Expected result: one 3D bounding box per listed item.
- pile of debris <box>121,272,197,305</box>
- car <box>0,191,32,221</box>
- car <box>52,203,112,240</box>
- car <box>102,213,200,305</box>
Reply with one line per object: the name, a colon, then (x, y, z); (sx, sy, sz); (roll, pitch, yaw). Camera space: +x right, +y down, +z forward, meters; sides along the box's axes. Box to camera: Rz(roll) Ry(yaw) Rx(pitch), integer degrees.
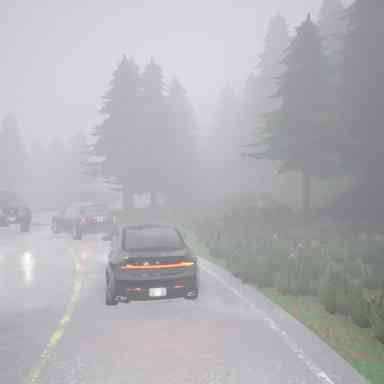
pile of debris: (-0.851, 2.175, 7.698); (1.500, 0.140, 1.860); (0, 0, -14)
car: (-10.619, 0.943, 17.968); (5.566, 2.045, 2.150); (0, 0, 45)
car: (-5.704, 1.352, 17.408); (2.097, 1.767, 4.553); (0, 0, -39)
car: (-1.108, 1.504, 8.188); (1.837, 1.490, 4.892); (0, 0, -12)
